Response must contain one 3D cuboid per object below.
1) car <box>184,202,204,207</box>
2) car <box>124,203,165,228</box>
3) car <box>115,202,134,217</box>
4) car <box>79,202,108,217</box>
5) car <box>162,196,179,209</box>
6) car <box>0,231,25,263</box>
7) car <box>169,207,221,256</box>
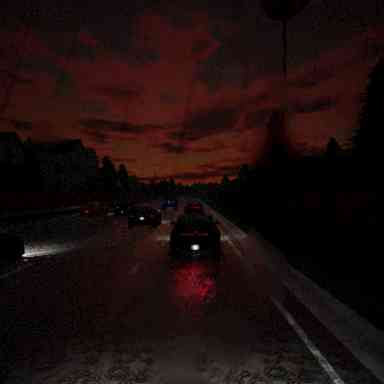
[{"bbox_3d":[0.196,1.761,34.847,2.128,1.511,4.902,0,0,0],"label":"car"},{"bbox_3d":[-3.335,1.763,24.192,1.994,1.385,4.181,0,0,0],"label":"car"},{"bbox_3d":[-6.803,1.787,35.011,2.128,1.511,4.902,0,0,0],"label":"car"},{"bbox_3d":[-10.301,1.786,35.100,1.882,1.535,5.008,0,0,0],"label":"car"},{"bbox_3d":[-3.259,1.618,50.010,2.150,2.045,5.566,0,-1,0],"label":"car"},{"bbox_3d":[-6.877,1.667,10.013,1.994,1.385,4.181,0,0,0],"label":"car"},{"bbox_3d":[0.125,1.613,13.688,1.837,1.490,4.892,0,0,0],"label":"car"}]
